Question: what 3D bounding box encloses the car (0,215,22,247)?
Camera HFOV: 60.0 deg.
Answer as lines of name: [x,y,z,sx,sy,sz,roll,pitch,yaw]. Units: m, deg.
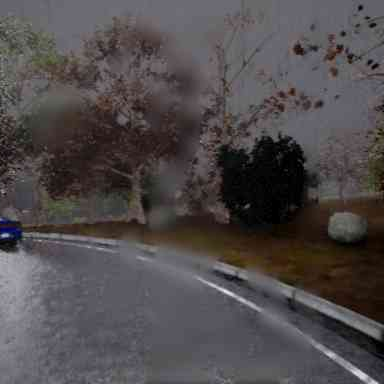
car: [-9.255,1.551,13.806,5.008,1.535,1.882,-1,-1,28]
